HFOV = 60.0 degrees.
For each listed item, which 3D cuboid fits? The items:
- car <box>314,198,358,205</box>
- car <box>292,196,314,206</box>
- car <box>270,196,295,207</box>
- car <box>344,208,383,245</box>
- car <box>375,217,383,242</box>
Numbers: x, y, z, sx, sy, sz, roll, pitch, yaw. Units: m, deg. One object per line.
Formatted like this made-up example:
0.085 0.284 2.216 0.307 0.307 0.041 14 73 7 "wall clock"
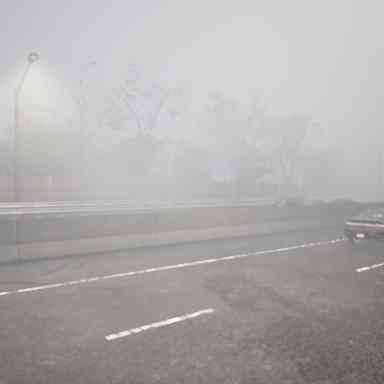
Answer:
13.875 1.392 31.079 4.892 1.490 1.837 0 0 -35 "car"
12.885 1.447 34.670 4.181 1.385 1.994 0 0 -35 "car"
10.872 1.235 37.533 4.553 1.767 2.097 0 0 -35 "car"
8.354 1.434 14.005 4.902 1.511 2.128 0 0 -35 "car"
7.121 1.435 8.825 5.008 1.535 1.882 0 0 -36 "car"
